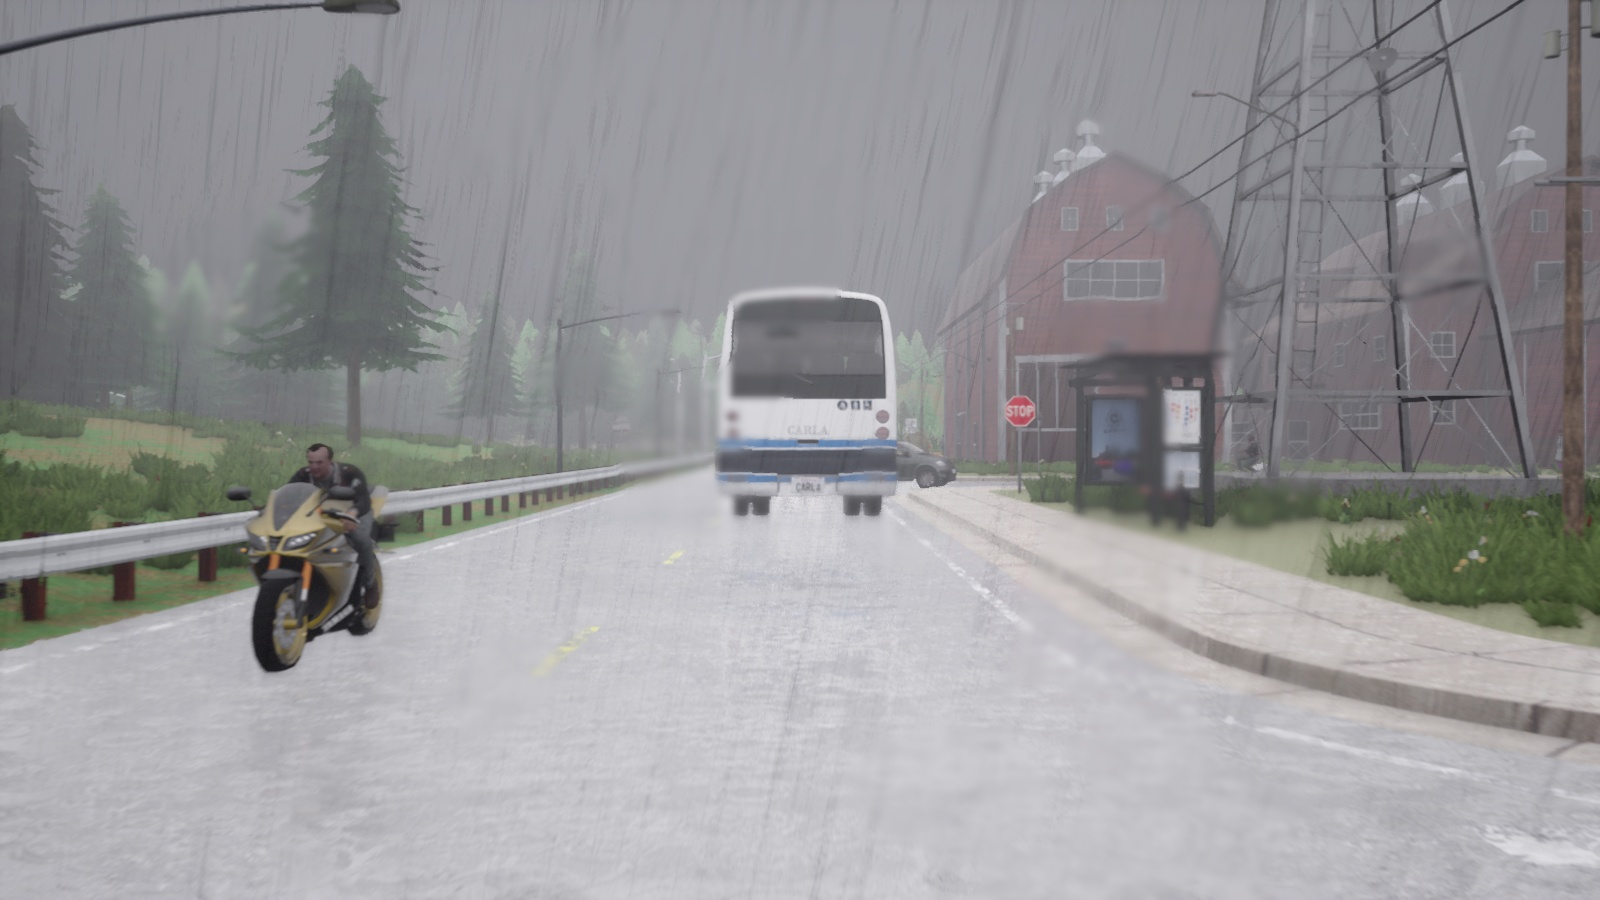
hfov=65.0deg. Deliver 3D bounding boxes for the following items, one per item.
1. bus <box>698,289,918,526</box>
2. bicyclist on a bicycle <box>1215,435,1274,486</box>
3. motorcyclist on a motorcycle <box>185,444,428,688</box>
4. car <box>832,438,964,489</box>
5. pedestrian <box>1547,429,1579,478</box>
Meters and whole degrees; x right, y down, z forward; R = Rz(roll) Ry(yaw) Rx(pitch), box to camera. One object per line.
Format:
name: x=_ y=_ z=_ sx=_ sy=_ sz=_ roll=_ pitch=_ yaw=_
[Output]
bus: x=0.174 y=-0.792 z=27.659 sx=3.944 sy=4.253 sz=10.273 roll=0 pitch=0 yaw=0
bicyclist on a bicycle: x=15.812 y=0.368 z=44.691 sx=1.843 sy=1.776 sz=0.659 roll=0 pitch=0 yaw=-1
motorcyclist on a motorcycle: x=-3.434 y=0.726 z=9.003 sx=0.866 sy=1.530 sz=2.191 roll=0 pitch=0 yaw=0
car: x=3.232 y=0.404 z=41.500 sx=3.988 sy=1.617 sz=1.851 roll=0 pitch=0 yaw=21
pedestrian: x=30.204 y=0.135 z=49.710 sx=0.873 sy=1.952 sz=0.659 roll=0 pitch=0 yaw=-1
